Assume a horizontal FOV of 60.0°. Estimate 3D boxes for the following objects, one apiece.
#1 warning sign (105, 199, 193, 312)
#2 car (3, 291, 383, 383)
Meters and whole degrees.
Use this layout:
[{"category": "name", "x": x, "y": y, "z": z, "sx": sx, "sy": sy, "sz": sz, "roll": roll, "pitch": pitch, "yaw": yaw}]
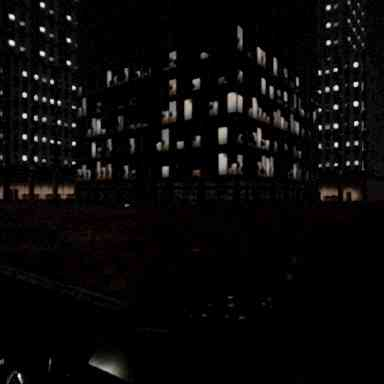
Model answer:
[{"category": "warning sign", "x": -0.808, "y": 1.095, "z": 6.446, "sx": 1.060, "sy": 1.860, "sz": 1.300, "roll": 0, "pitch": 0, "yaw": 37}, {"category": "car", "x": 0.146, "y": 1.564, "z": 2.792, "sx": 4.313, "sy": 1.339, "sz": 1.947, "roll": 1, "pitch": -1, "yaw": 37}]
